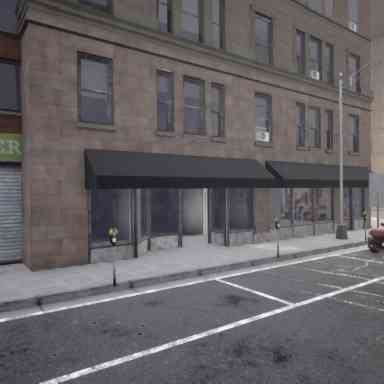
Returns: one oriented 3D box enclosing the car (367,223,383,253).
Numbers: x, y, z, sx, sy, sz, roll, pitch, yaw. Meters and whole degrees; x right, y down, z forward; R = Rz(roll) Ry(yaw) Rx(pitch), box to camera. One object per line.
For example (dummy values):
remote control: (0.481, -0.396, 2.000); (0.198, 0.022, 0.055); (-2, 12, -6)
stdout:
car: (8.377, 1.541, 12.566); (4.507, 1.381, 1.887); (0, -1, -36)
